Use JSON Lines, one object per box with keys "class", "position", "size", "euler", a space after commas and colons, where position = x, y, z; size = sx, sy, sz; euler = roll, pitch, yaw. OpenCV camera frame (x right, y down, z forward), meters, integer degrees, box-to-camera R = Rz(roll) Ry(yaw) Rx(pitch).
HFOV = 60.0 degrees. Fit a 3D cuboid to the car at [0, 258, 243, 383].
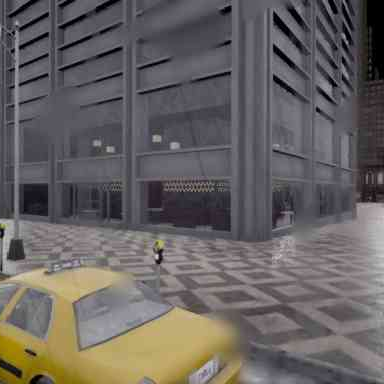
{"class": "car", "position": [-1.763, 1.525, 4.224], "size": [4.829, 1.417, 1.752], "euler": [0, 0, 36]}
